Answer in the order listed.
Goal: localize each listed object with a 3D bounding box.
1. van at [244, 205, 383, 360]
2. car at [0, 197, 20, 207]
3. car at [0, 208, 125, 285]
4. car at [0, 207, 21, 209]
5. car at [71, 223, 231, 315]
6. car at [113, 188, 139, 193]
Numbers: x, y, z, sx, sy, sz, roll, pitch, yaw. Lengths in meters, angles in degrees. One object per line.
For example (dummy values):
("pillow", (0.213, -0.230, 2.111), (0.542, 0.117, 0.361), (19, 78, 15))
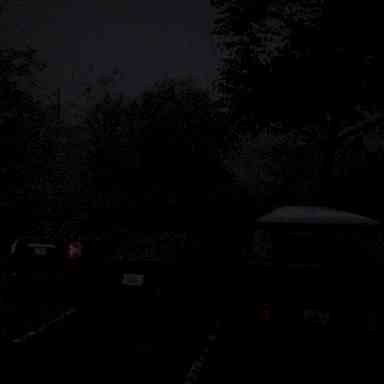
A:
("van", (2.073, 1.261, 6.082), (1.878, 1.987, 4.442), (0, -1, 16))
("car", (-9.941, 1.235, 14.488), (2.435, 2.045, 5.566), (1, -1, 16))
("car", (-2.754, 1.358, 9.359), (2.185, 1.767, 4.553), (0, -1, 15))
("car", (-7.538, 1.516, 12.833), (2.163, 1.488, 4.792), (0, -1, 16))
("car", (-0.343, 1.514, 7.705), (2.163, 1.488, 4.792), (0, -1, 15))
("car", (-10.872, -0.479, 53.971), (1.895, 1.301, 4.718), (1, 5, 37))
